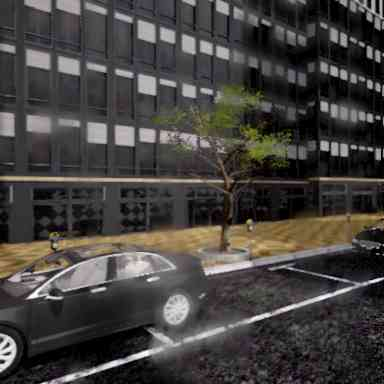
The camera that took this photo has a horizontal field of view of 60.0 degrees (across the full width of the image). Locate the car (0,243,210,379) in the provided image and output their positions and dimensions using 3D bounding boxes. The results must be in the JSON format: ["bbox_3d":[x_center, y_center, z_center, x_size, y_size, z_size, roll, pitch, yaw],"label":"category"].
[{"bbox_3d":[-1.729,1.562,5.339,4.403,1.369,2.008,0,-1,-36],"label":"car"}]

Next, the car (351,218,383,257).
[{"bbox_3d":[7.481,1.579,12.001,4.403,1.369,2.008,0,-1,-36],"label":"car"}]
